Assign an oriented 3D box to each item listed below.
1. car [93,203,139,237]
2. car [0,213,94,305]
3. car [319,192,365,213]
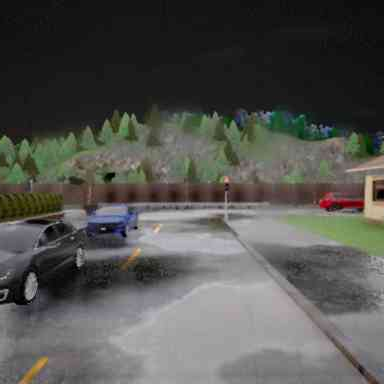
[{"bbox_3d":[-4.014,1.389,17.544,1.882,1.535,5.008,0,0,0],"label":"car"},{"bbox_3d":[-4.088,1.466,8.065,1.837,1.490,4.892,0,0,0],"label":"car"},{"bbox_3d":[15.898,1.048,33.914,5.566,2.045,2.150,0,0,2],"label":"car"}]
